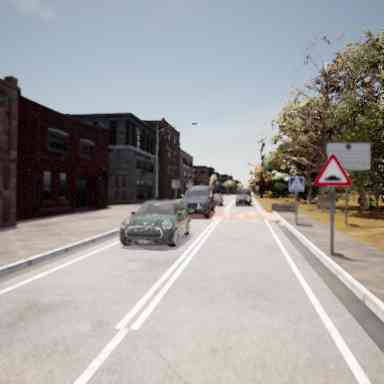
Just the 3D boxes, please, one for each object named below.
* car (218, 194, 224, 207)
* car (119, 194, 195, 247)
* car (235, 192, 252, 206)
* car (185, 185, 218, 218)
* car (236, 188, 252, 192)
[{"bbox_3d":[2.732,0.915,39.475,1.812,1.442,4.674,1,1,10],"label":"car"},{"bbox_3d":[-1.393,1.148,14.057,2.097,1.767,4.553,1,1,9],"label":"car"},{"bbox_3d":[6.270,0.993,40.662,1.895,1.301,4.718,1,1,9],"label":"car"},{"bbox_3d":[0.480,0.665,25.691,2.150,2.045,5.566,0,6,10],"label":"car"},{"bbox_3d":[7.880,0.464,50.532,2.150,2.045,5.566,1,1,9],"label":"car"}]
